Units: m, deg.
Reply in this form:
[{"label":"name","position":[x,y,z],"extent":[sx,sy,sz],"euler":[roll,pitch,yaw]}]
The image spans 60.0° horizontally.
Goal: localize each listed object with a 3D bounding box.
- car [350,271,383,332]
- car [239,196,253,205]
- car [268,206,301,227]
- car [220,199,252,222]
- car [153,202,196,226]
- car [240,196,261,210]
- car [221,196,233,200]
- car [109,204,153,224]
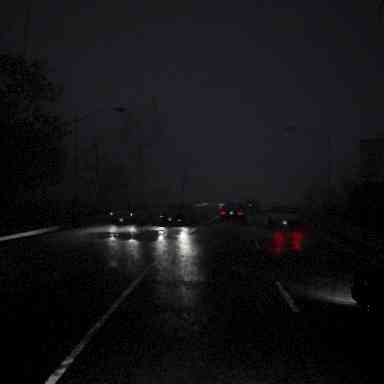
[{"label":"car","position":[3.763,1.557,3.749],"extent":[2.033,1.411,5.357],"euler":[0,0,3]},{"label":"car","position":[10.197,1.510,62.796],"extent":[1.837,1.490,4.892],"euler":[0,0,18]},{"label":"car","position":[6.227,1.615,22.880],"extent":[1.895,1.301,4.718],"euler":[0,0,11]},{"label":"car","position":[3.337,1.549,26.119],"extent":[2.033,1.411,5.357],"euler":[0,0,12]},{"label":"car","position":[-0.947,1.491,23.588],"extent":[1.837,1.490,4.892],"euler":[0,0,11]},{"label":"car","position":[7.603,1.574,42.261],"extent":[1.994,1.385,4.181],"euler":[0,0,16]},{"label":"car","position":[6.704,1.494,63.388],"extent":[1.837,1.490,4.892],"euler":[0,0,18]},{"label":"car","position":[-4.342,1.573,24.565],"extent":[1.895,1.301,4.718],"euler":[0,0,11]}]
